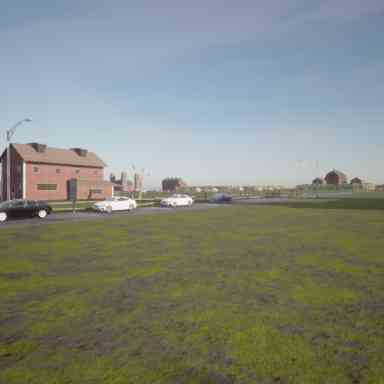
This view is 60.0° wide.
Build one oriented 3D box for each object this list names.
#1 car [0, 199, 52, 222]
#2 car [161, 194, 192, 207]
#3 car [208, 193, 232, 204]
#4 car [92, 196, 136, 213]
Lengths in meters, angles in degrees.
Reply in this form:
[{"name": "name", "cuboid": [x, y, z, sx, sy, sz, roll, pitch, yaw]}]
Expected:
[{"name": "car", "cuboid": [-12.913, 1.285, 24.677, 1.837, 1.490, 4.892, 1, 1, 36]}, {"name": "car", "cuboid": [-1.770, 1.026, 40.062, 1.812, 1.442, 4.674, 1, 1, 36]}, {"name": "car", "cuboid": [4.142, 0.875, 48.171, 1.812, 1.442, 4.674, 1, 1, 36]}, {"name": "car", "cuboid": [-7.421, 1.170, 32.257, 1.812, 1.442, 4.674, 1, 1, 36]}]
